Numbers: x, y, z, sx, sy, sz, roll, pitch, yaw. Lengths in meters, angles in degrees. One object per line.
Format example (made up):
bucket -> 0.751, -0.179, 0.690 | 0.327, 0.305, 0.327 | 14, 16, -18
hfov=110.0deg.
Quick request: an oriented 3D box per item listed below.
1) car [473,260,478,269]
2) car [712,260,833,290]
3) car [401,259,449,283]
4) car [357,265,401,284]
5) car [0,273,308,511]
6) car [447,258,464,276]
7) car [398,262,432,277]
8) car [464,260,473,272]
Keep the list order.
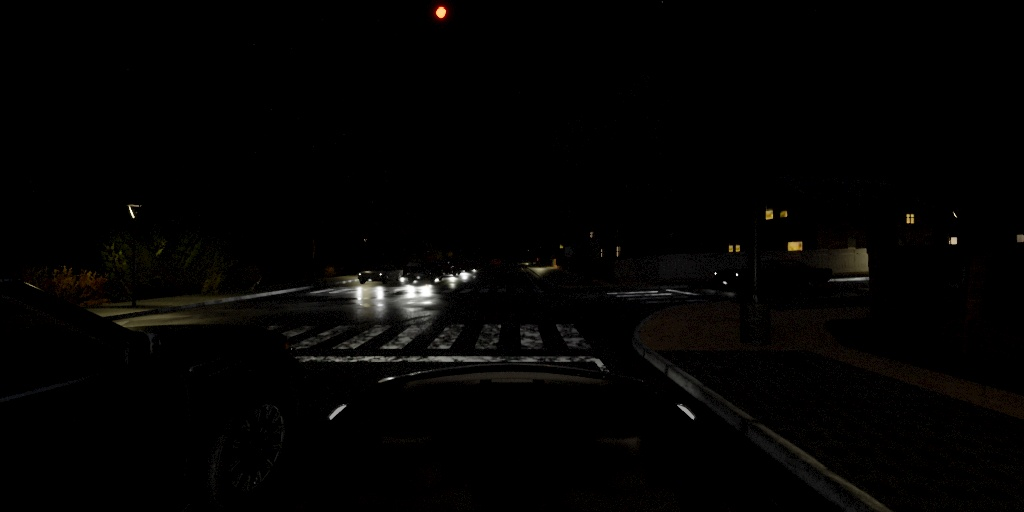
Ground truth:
car -> -6.549, 1.321, 56.961 | 1.812, 1.442, 4.674 | 0, 0, 1
car -> 12.014, 0.853, 16.769 | 4.718, 1.301, 1.895 | -2, -1, -5
car -> -6.597, 1.254, 27.722 | 2.128, 1.511, 4.902 | 0, 0, 0
car -> -9.848, 1.363, 27.061 | 1.895, 1.301, 4.718 | 0, 0, 0
car -> -3.159, 0.971, 1.198 | 2.150, 2.045, 5.566 | 0, 0, 2
car -> -6.590, 1.123, 36.862 | 2.097, 1.767, 4.553 | 0, 0, 0
car -> -9.846, 1.318, 36.713 | 2.033, 1.411, 5.357 | 0, 0, 0
car -> -6.586, 1.382, 46.599 | 1.895, 1.301, 4.718 | 0, 0, 0
